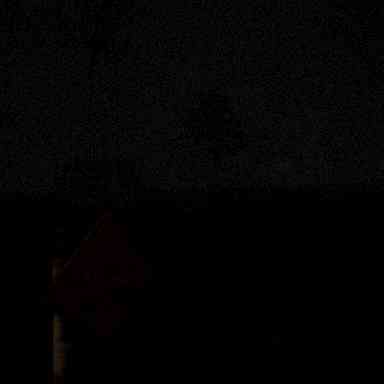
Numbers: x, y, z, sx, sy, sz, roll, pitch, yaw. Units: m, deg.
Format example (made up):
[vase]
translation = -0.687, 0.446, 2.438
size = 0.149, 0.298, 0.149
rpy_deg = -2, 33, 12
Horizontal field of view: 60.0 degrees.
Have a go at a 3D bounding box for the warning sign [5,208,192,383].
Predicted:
[warning sign]
translation = -0.824, 1.122, 3.156
size = 1.060, 1.860, 1.300
rpy_deg = -1, 0, 36
